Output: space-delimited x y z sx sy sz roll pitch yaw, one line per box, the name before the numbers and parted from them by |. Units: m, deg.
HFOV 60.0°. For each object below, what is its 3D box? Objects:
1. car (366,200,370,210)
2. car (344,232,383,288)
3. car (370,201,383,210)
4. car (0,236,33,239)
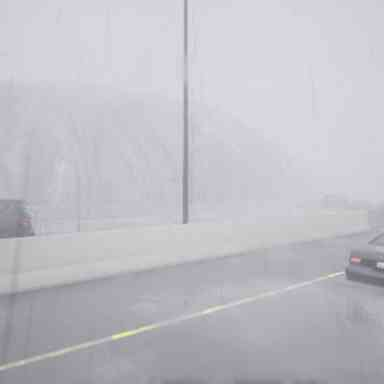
car | 21.300 1.645 41.772 5.357 1.411 2.033 0 0 -44
car | 5.919 1.568 8.413 5.357 1.411 2.033 0 0 -38
car | 22.802 1.638 38.355 5.357 1.411 2.033 0 0 -44
car | -8.304 1.245 11.018 5.566 2.045 2.150 0 0 -36
